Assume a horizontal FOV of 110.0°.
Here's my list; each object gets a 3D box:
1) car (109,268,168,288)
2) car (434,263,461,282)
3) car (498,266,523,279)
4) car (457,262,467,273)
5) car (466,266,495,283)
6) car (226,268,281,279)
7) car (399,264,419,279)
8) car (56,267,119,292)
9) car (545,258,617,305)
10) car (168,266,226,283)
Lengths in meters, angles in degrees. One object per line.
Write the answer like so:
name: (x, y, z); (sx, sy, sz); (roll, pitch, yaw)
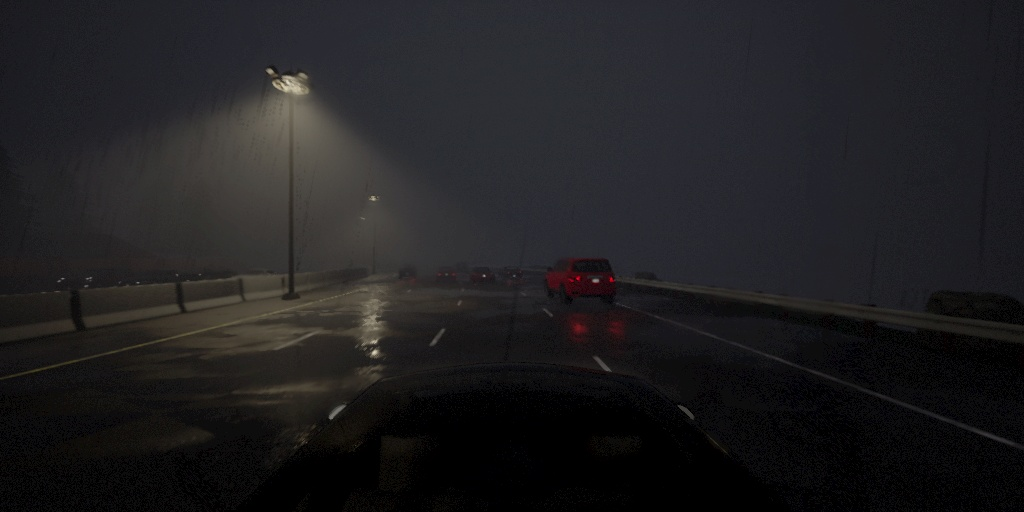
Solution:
car: (-26.732, 1.782, 26.923); (1.837, 1.490, 4.892); (0, -1, -10)
car: (-6.301, 1.694, 33.893); (2.033, 1.411, 5.357); (0, -1, -13)
car: (-0.273, 1.757, 39.052); (1.895, 1.301, 4.718); (0, -1, -13)
car: (-7.677, 1.708, 52.350); (2.097, 1.767, 4.553); (0, -1, -18)
car: (-2.732, 1.664, 32.147); (1.994, 1.385, 4.181); (0, -1, -11)
car: (-19.839, 1.749, 28.144); (1.812, 1.442, 4.674); (0, -1, -10)
car: (-11.613, 1.747, 40.299); (2.128, 1.511, 4.902); (0, -1, -14)
car: (-30.184, 1.652, 26.343); (2.097, 1.767, 4.553); (0, -1, -10)
car: (3.070, 1.115, 17.079); (2.150, 2.045, 5.566); (0, -1, -6)
car: (-23.283, 1.457, 27.507); (1.895, 1.301, 4.718); (0, -1, -10)
